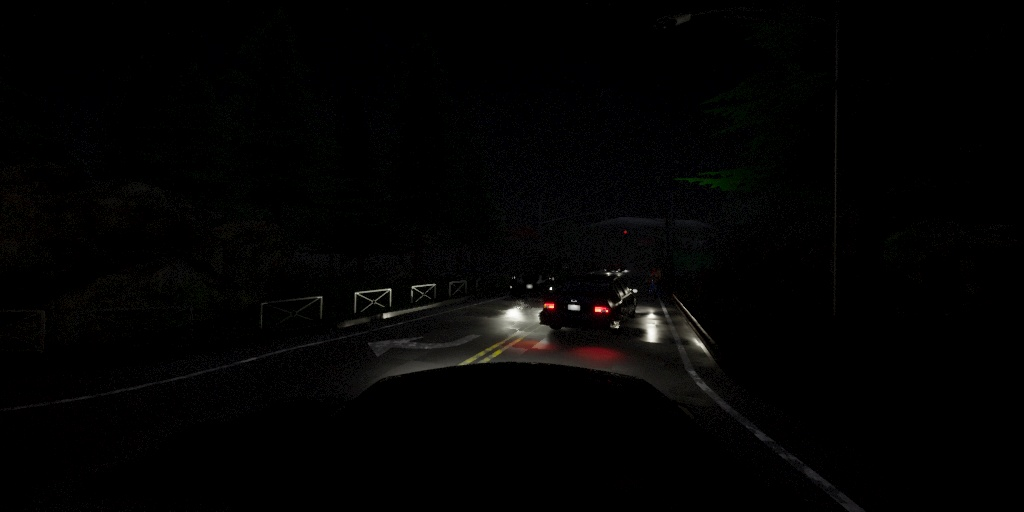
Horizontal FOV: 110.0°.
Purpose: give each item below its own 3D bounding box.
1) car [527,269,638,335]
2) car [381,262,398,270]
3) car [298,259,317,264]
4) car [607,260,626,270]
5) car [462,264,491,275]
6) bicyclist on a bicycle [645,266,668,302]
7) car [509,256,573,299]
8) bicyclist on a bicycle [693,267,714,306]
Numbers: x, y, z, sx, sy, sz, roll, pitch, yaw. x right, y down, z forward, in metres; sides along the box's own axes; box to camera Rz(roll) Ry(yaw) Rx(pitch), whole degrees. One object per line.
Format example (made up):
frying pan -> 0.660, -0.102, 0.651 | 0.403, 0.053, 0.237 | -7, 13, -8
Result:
car -> 2.447, 1.250, 10.358 | 2.033, 1.411, 5.357 | 1, -1, 25
car -> -15.881, 1.529, 49.156 | 4.181, 1.385, 1.994 | 1, -1, 22
car -> -32.122, 1.319, 56.623 | 5.357, 1.411, 2.033 | 1, -1, 29
car -> 17.198, 1.690, 59.775 | 2.150, 2.045, 5.566 | 1, -1, 21
car -> -4.728, 1.671, 44.922 | 4.181, 1.385, 1.994 | 1, -1, 21
bicyclist on a bicycle -> 6.662, 1.290, 16.505 | 1.656, 1.620, 0.582 | 1, -1, -31
car -> 1.696, 0.991, 17.951 | 2.150, 2.045, 5.566 | 1, -1, 20
bicyclist on a bicycle -> 8.087, 1.303, 15.101 | 1.656, 1.620, 0.582 | 1, 0, -34
